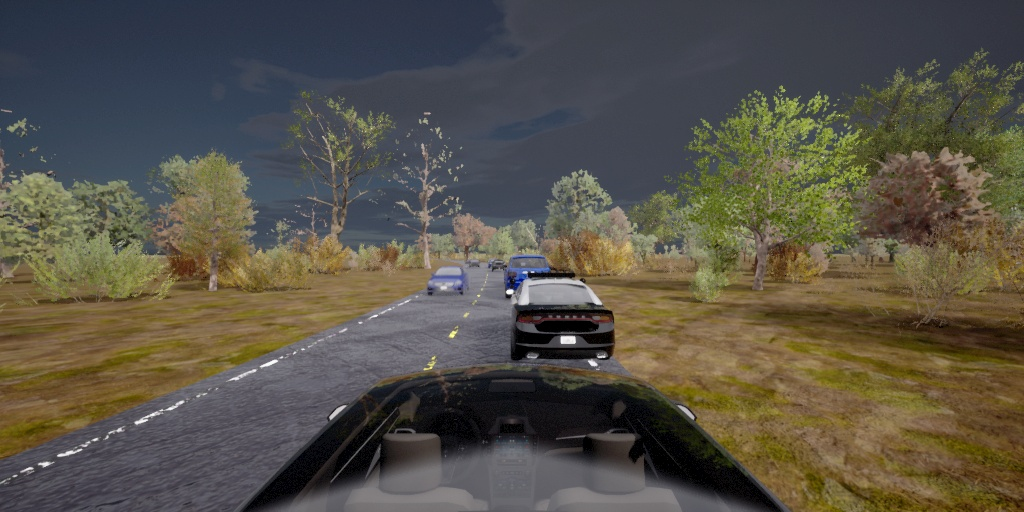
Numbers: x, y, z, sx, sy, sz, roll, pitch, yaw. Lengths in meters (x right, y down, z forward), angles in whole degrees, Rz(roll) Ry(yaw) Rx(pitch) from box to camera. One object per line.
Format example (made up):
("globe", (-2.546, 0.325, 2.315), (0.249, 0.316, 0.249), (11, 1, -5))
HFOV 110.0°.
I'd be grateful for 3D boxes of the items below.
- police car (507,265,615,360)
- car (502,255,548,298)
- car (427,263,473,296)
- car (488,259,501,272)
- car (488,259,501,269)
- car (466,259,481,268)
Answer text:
("police car", (0.899, 1.174, 8.463), (1.930, 1.638, 5.238), (0, 0, 0))
("car", (0.716, 0.972, 18.431), (2.150, 2.045, 5.566), (0, 0, -2))
("car", (-3.352, 1.274, 19.527), (1.812, 1.442, 4.674), (0, 0, -2))
("car", (-1.787, 1.254, 46.959), (1.837, 1.490, 4.892), (0, 0, -5))
("car", (-2.961, 1.230, 59.279), (1.882, 1.535, 5.008), (0, 0, -7))
("car", (-6.230, 1.302, 59.864), (2.033, 1.411, 5.357), (0, 0, -6))
